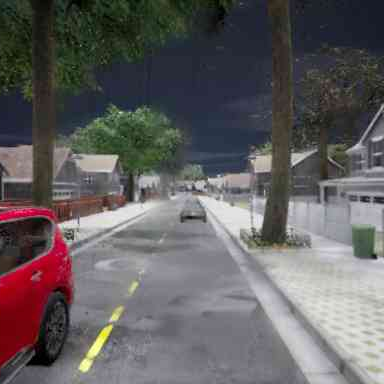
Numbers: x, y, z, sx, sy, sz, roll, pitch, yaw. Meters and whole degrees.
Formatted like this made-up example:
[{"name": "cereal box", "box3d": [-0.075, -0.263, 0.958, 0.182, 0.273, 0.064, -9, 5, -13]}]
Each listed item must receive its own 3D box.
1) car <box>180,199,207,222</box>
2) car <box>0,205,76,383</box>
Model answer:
[{"name": "car", "box3d": [0.102, 1.487, 25.612, 1.994, 1.385, 4.181, 0, 0, 0]}, {"name": "car", "box3d": [-2.835, 1.212, 2.842, 2.150, 2.045, 5.566, 0, 0, 0]}]
